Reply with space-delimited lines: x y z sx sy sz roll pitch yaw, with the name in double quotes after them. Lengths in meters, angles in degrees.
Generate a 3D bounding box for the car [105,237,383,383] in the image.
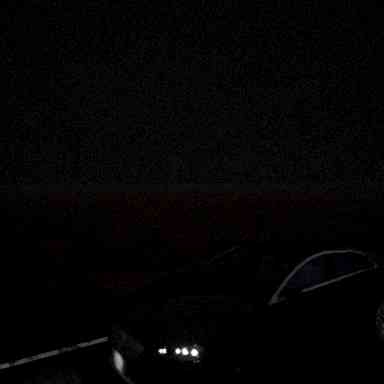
1.240 1.488 4.874 4.902 1.511 2.128 0 0 -35 "car"
